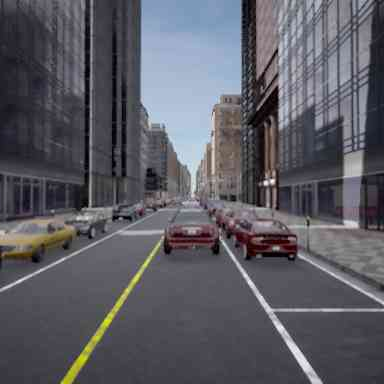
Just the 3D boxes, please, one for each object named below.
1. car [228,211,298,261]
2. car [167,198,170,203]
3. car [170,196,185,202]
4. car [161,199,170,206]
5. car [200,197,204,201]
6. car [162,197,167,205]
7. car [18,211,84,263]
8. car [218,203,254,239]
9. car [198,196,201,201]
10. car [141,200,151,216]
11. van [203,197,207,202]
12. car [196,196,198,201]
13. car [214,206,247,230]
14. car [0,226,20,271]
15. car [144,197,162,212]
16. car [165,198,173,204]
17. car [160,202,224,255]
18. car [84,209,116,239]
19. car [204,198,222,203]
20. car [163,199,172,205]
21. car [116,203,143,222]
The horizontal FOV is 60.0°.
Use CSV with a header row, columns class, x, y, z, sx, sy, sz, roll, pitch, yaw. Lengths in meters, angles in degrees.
class,x,y,z,sx,sy,sz,roll,pitch,yaw
car,2.666,1.665,12.740,1.887,1.381,4.507,1,-1,0
car,-5.897,1.925,63.361,2.192,1.841,5.009,1,-1,0
car,-3.056,2.229,71.778,2.033,1.411,5.357,0,-1,0
car,-5.907,2.245,74.437,1.752,1.417,4.829,1,-1,0
car,2.642,1.758,46.487,2.192,1.841,5.009,1,-1,0
car,-5.895,2.099,57.734,1.887,1.381,4.507,1,-1,0
car,-5.860,1.645,12.571,1.752,1.417,4.829,1,-1,0
car,2.662,1.614,18.365,1.967,1.590,4.097,1,-1,0
car,2.628,2.050,63.357,1.967,1.590,4.097,1,-1,0
car,-5.877,1.879,35.237,1.887,1.381,4.507,1,-1,0
van,2.646,1.730,40.862,1.690,1.788,3.998,1,-1,0
car,2.620,2.036,74.607,2.192,1.841,5.009,1,-1,0
car,2.657,1.772,23.989,1.887,1.381,4.507,1,-1,0
car,-5.856,1.634,7.115,1.947,1.339,4.313,1,-1,0
car,-5.884,1.759,46.488,2.192,1.841,5.009,1,-1,0
car,-5.916,2.357,85.686,1.752,1.417,4.829,1,-1,0
car,-0.007,1.484,14.088,2.097,1.767,4.553,0,-1,0
car,-5.865,1.725,18.365,2.008,1.369,4.403,1,-1,0
car,2.649,1.775,35.238,1.967,1.590,4.097,1,-1,0
car,-5.912,2.322,80.231,1.887,1.381,4.507,1,-1,0
car,-5.873,1.847,29.613,1.947,1.339,4.313,1,-1,0
